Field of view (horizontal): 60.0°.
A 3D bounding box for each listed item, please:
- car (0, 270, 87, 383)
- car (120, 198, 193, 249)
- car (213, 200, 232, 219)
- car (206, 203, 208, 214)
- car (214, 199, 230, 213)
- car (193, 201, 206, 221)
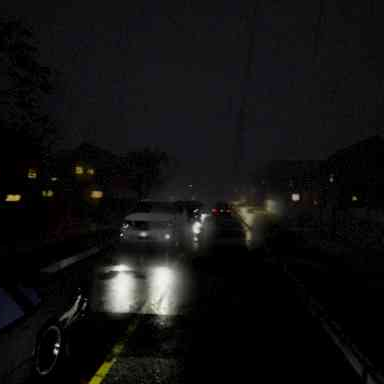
[{"bbox_3d":[-2.740,1.518,2.790,2.033,1.411,5.357,1,0,6],"label":"car"},{"bbox_3d":[-1.510,1.295,15.420,2.150,2.045,5.566,1,-1,7],"label":"car"},{"bbox_3d":[3.004,1.808,32.959,2.033,1.411,5.357,1,0,6],"label":"car"},{"bbox_3d":[0.836,1.737,39.809,1.994,1.385,4.181,1,0,5],"label":"car"},{"bbox_3d":[4.013,1.826,44.118,1.882,1.535,5.008,1,0,6],"label":"car"},{"bbox_3d":[-0.239,1.531,29.046,2.097,1.767,4.553,1,0,6],"label":"car"}]
